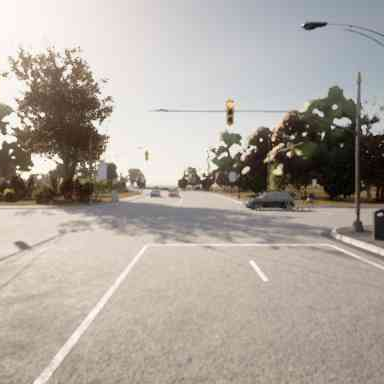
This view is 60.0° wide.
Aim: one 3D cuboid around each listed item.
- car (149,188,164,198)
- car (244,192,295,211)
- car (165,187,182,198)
[{"bbox_3d":[-7.026,0.373,64.099,1.837,1.490,4.892,0,1,0],"label":"car"},{"bbox_3d":[7.302,0.796,31.577,4.553,1.767,2.097,0,1,-3],"label":"car"},{"bbox_3d":[-3.533,0.214,64.438,2.097,1.767,4.553,0,1,0],"label":"car"}]
